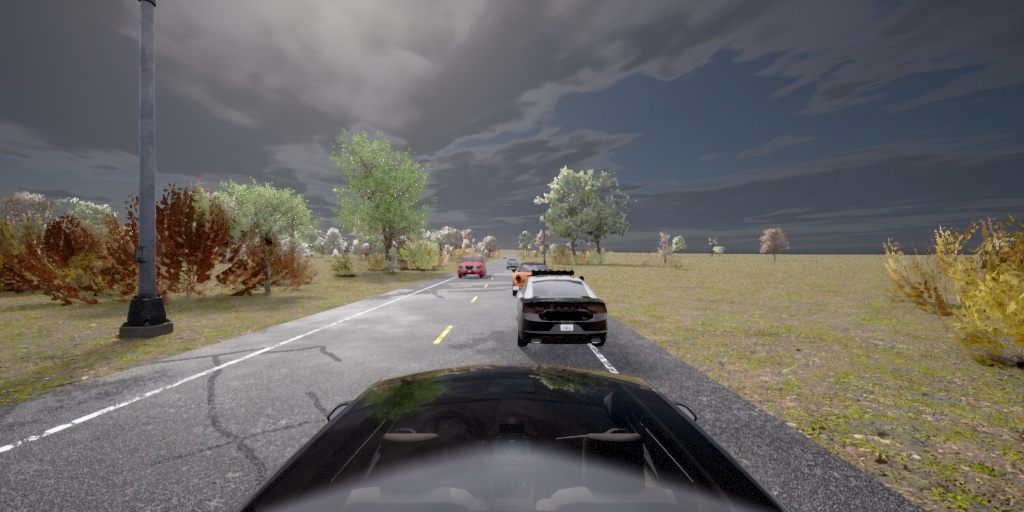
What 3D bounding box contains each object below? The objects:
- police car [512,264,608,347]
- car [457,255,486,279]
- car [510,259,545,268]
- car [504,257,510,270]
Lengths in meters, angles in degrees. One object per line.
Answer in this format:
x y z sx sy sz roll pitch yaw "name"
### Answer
1.059 1.174 9.488 1.930 1.638 5.238 0 0 0 "police car"
-3.569 0.952 32.750 2.150 2.045 5.566 0 0 0 "car"
1.069 1.095 19.349 2.097 1.767 4.553 0 0 0 "car"
0.127 1.246 52.939 2.033 1.411 5.357 0 0 0 "car"
